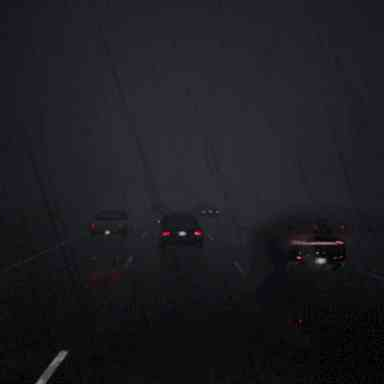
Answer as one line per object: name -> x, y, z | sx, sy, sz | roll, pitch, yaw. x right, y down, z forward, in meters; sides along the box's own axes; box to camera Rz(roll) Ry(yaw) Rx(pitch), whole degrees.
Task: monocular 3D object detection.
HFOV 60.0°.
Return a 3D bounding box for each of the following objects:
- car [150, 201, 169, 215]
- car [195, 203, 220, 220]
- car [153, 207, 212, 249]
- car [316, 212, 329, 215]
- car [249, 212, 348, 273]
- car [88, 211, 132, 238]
car -> -3.671, 1.723, 37.907 | 1.882, 1.535, 5.008 | 0, -1, -10
car -> 1.171, 1.742, 30.523 | 2.033, 1.411, 5.357 | 0, 0, -9
car -> -0.575, 1.645, 15.135 | 2.033, 1.411, 5.357 | 0, 0, -5
car -> 6.206, 1.711, 17.812 | 1.895, 1.301, 4.718 | 0, 0, -5
car -> 3.175, 1.560, 10.940 | 2.128, 1.511, 4.902 | 0, 0, -3
car -> -4.425, 1.724, 18.726 | 1.895, 1.301, 4.718 | 0, 0, -6
